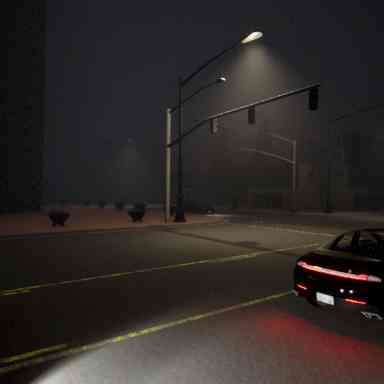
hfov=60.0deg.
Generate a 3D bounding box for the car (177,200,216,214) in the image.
[{"bbox_3d":[0.290,1.624,36.068,2.033,1.411,5.357,1,-1,-35],"label":"car"}]

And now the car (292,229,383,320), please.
[{"bbox_3d":[4.117,1.503,6.739,4.902,1.511,2.128,0,0,-35],"label":"car"}]
